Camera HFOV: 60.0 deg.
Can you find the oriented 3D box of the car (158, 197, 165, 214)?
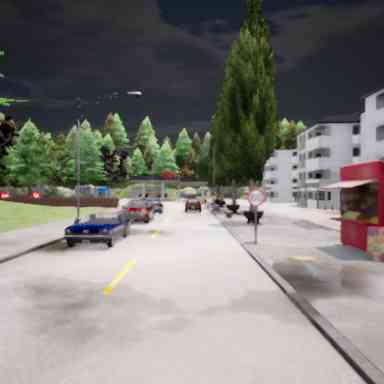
[{"bbox_3d":[-4.032,1.566,34.919,1.994,1.385,4.181,0,0,1],"label":"car"}]

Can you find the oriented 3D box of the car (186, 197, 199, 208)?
[{"bbox_3d":[0.070,1.528,48.829,1.812,1.442,4.674,0,0,0],"label":"car"}]

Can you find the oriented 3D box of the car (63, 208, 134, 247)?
[{"bbox_3d":[-4.095,1.602,15.069,1.895,1.301,4.718,0,0,0],"label":"car"}]

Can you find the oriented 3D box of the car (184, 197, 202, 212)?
[{"bbox_3d":[0.134,1.480,38.018,1.882,1.535,5.008,0,0,0],"label":"car"}]

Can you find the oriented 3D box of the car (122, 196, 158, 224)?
[{"bbox_3d":[-4.079,1.354,24.963,2.097,1.767,4.553,0,0,0],"label":"car"}]
